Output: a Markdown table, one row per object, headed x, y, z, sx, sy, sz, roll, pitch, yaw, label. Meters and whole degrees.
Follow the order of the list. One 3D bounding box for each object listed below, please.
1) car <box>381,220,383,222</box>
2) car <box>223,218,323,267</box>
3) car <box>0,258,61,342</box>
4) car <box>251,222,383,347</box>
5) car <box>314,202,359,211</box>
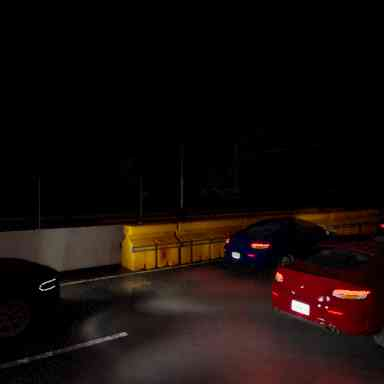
| x | y | z | sx | sy | sz | roll | pitch | yaw | label |
| --- | --- | --- | --- | --- | --- | --- | --- | --- | --- |
| 10.853 | 1.547 | 15.784 | 5.357 | 1.411 | 2.033 | 0 | 0 | -36 | car |
| 3.052 | 1.526 | 10.226 | 4.674 | 1.442 | 1.812 | 0 | 0 | -35 | car |
| -4.560 | 1.478 | 4.792 | 5.008 | 1.535 | 1.882 | 0 | 0 | -35 | car |
| 3.451 | 1.526 | 6.217 | 4.674 | 1.442 | 1.812 | 0 | 0 | -36 | car |
| 13.326 | 1.601 | 30.709 | 4.718 | 1.301 | 1.895 | 0 | 0 | -36 | car |
